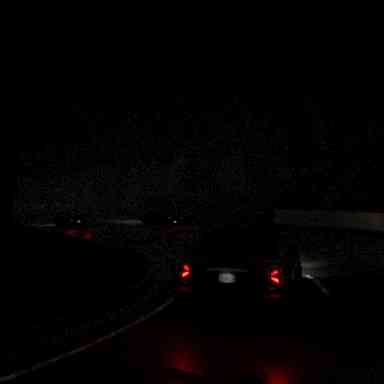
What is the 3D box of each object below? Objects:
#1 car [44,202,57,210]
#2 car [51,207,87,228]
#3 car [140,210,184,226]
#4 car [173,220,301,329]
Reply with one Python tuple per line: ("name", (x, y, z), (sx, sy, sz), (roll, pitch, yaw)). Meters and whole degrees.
("car", (-34.331, 3.348, 81.502), (2.150, 2.045, 5.566), (0, -1, -26))
("car", (-10.512, 2.267, 28.798), (1.812, 1.442, 4.674), (0, -2, -36))
("car", (-2.815, 2.310, 30.106), (1.895, 1.301, 4.718), (1, -2, -39))
("car", (1.296, 1.521, 7.649), (2.097, 1.767, 4.553), (-1, -1, 19))
